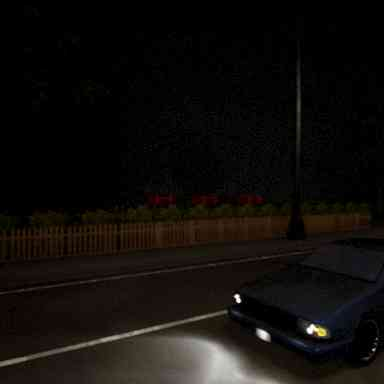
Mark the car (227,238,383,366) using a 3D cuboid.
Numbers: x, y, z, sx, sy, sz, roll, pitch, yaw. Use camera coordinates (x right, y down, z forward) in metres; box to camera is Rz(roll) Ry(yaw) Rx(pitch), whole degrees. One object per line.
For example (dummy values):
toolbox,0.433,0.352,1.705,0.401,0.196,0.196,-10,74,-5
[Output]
car,3.227,1.588,5.984,5.357,1.411,2.033,0,0,-32
